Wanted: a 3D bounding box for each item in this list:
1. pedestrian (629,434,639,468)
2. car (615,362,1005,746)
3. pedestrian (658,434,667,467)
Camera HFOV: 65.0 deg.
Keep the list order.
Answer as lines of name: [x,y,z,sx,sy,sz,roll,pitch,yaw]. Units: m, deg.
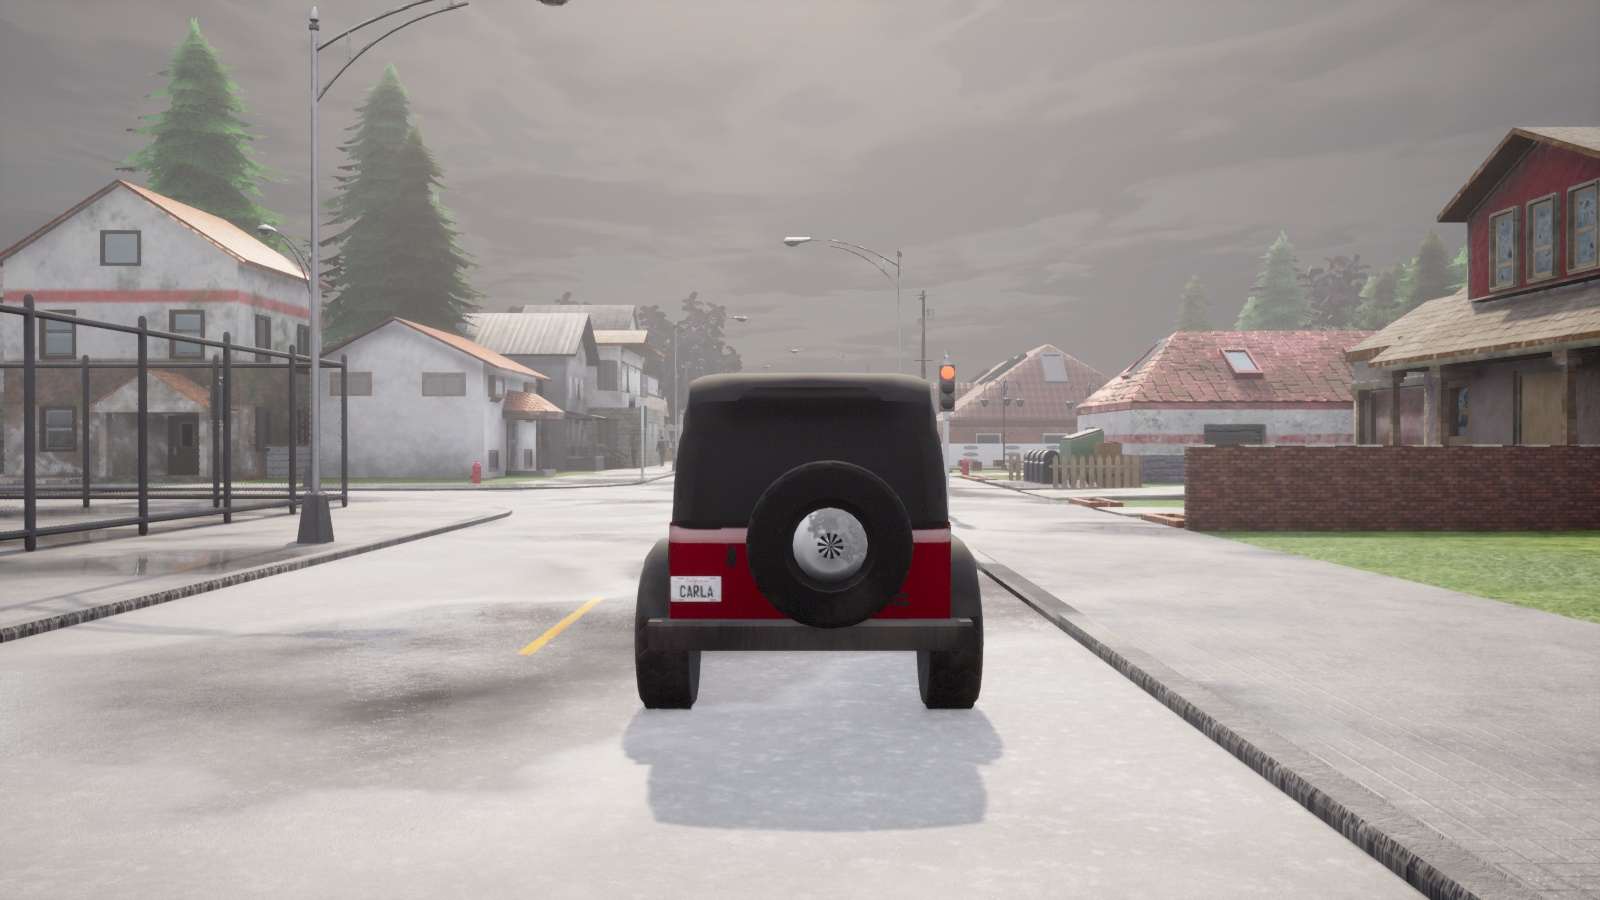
pedestrian: [-8.961,0.066,67.839,0.328,1.805,0.869,0,0,7]
car: [0.055,0.497,8.079,1.905,1.878,3.866,0,0,0]
pedestrian: [-8.248,0.025,75.171,0.423,1.949,0.788,0,0,1]
